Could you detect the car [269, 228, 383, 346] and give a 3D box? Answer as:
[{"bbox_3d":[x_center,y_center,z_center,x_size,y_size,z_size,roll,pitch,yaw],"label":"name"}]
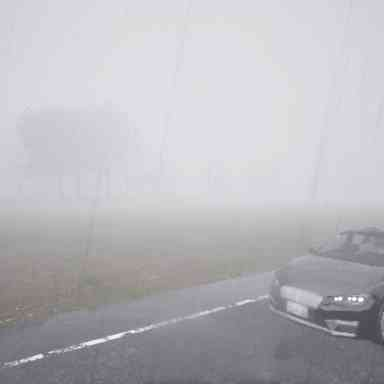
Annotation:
[{"bbox_3d":[3.571,1.492,6.402,4.902,1.511,2.128,0,0,-35],"label":"car"}]
